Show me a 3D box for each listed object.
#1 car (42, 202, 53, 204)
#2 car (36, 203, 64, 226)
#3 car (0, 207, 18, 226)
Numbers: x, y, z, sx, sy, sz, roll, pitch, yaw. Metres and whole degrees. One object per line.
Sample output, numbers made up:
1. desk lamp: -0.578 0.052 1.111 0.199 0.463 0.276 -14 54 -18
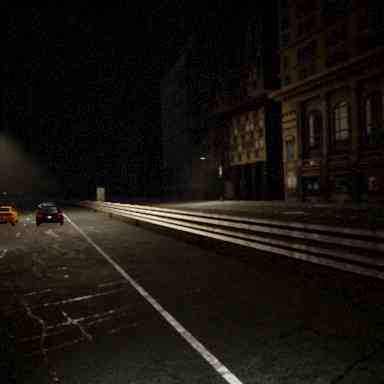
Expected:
1. car: -17.092 1.989 39.481 2.128 1.511 4.902 -2 0 -24
2. car: -11.390 1.883 26.596 1.994 1.385 4.181 -2 0 -24
3. car: -15.609 1.952 27.494 1.882 1.535 5.008 -2 0 -24
